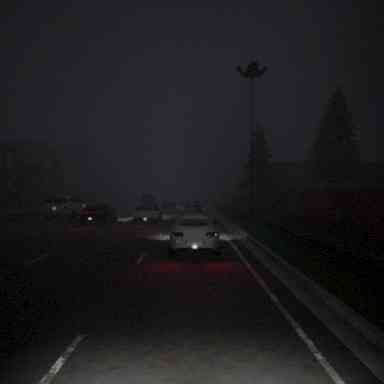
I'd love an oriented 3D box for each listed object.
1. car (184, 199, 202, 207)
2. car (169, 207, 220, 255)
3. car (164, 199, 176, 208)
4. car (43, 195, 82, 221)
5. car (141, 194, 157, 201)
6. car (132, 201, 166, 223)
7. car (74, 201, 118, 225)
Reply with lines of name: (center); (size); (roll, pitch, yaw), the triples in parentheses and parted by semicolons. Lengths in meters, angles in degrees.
car: (0.104, 1.603, 39.856); (2.128, 1.511, 4.902); (0, 0, 0)
car: (0.094, 1.563, 13.338); (1.812, 1.442, 4.674); (0, 0, 0)
car: (-3.394, 1.740, 50.406); (1.895, 1.301, 4.718); (0, 0, 0)
car: (-10.397, 1.298, 27.812); (2.150, 2.045, 5.566); (0, 0, 0)
car: (-6.894, 1.366, 53.641); (2.150, 2.045, 5.566); (0, 0, 0)
car: (-3.398, 1.673, 26.371); (1.895, 1.301, 4.718); (0, 0, 0)
car: (-6.898, 1.571, 24.903); (1.837, 1.490, 4.892); (0, -1, 0)
